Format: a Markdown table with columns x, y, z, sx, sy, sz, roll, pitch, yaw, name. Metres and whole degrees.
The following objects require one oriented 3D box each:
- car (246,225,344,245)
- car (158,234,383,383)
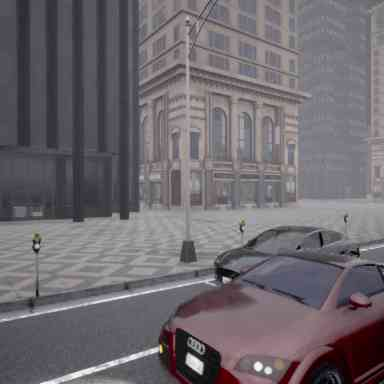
| x | y | z | sx | sy | sz | roll | pitch | yaw | name |
| --- | --- | --- | --- | --- | --- | --- | --- | --- | --- |
| 2.546 | 1.565 | 8.452 | 4.313 | 1.339 | 1.947 | 0 | 0 | -35 | car |
| 1.651 | 1.563 | 4.545 | 4.181 | 1.385 | 1.994 | 0 | 0 | -35 | car |
